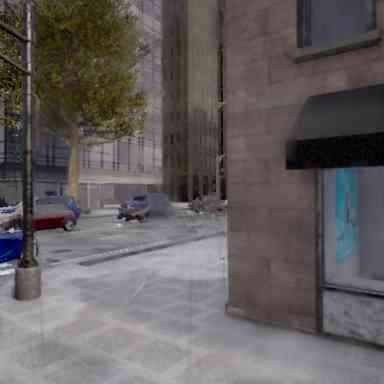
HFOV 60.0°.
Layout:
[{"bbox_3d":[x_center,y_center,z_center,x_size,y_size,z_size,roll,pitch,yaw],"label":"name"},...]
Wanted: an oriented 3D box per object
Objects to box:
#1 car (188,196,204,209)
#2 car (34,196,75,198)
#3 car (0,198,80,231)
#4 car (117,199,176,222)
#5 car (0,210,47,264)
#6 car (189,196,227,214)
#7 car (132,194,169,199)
[{"bbox_3d":[1.476,1.236,38.886,2.097,1.767,4.553,0,0,35],"label":"car"},{"bbox_3d":[-10.262,1.280,22.294,2.150,2.045,5.566,0,0,35],"label":"car"},{"bbox_3d":[-8.888,1.412,18.604,2.097,1.767,4.553,0,0,35],"label":"car"},{"bbox_3d":[-3.427,1.529,26.337,2.033,1.411,5.357,0,0,35],"label":"car"},{"bbox_3d":[-6.454,1.551,9.545,1.882,1.535,5.008,-2,0,4],"label":"car"},{"bbox_3d":[2.006,1.464,34.009,1.994,1.385,4.181,0,0,35],"label":"car"},{"bbox_3d":[-4.279,1.192,30.761,2.150,2.045,5.566,0,0,35],"label":"car"}]
